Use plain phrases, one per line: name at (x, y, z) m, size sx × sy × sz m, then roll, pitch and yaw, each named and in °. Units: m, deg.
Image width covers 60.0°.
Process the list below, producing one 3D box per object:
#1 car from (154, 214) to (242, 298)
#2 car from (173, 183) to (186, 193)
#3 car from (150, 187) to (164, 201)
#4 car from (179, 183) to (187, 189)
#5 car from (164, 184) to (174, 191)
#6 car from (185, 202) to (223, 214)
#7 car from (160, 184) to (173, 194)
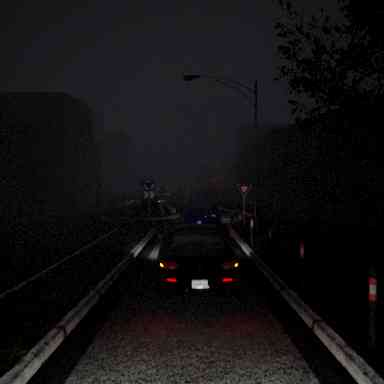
car at (0.099, 1.521, 8.414) m, size 1.812 × 1.442 × 4.674 m, roll 0°, pitch 0°, yaw -1°
car at (-2.258, -0.511, 66.131) m, size 1.895 × 1.301 × 4.718 m, roll 0°, pitch 3°, yaw 0°
car at (-5.397, 0.363, 47.124) m, size 1.812 × 1.442 × 4.674 m, roll 0°, pitch 2°, yaw 0°
car at (-2.421, -1.558, 87.636) m, size 1.882 × 1.535 × 5.008 m, roll 0°, pitch 2°, yaw 0°
car at (-5.395, -1.172, 78.919) m, size 2.128 × 1.511 × 4.902 m, roll 0°, pitch 2°, yaw 0°
car at (0.737, 1.300, 19.658) m, size 1.882 × 1.535 × 5.008 m, roll 0°, pitch 2°, yaw 7°
car at (-5.397, -0.649, 64.066) m, size 2.097 × 1.767 × 4.553 m, roll 0°, pitch 3°, yaw 0°
